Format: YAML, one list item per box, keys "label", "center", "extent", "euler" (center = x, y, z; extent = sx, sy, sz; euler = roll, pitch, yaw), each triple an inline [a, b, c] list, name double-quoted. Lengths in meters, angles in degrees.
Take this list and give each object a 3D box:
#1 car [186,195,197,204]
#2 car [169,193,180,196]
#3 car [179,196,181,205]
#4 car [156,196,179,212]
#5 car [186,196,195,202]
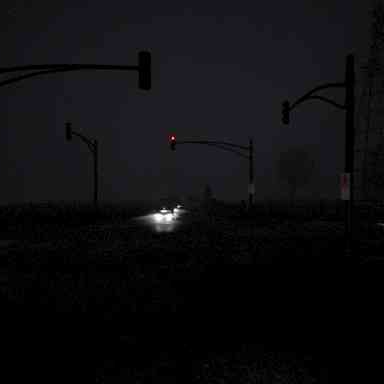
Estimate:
- label: "car"
  center: [-0.170, 1.348, 65.597]
  extent: [2.097, 1.767, 4.553]
  euler: [0, 0, -1]
- label: "car"
  center: [-3.067, 1.216, 57.806]
  extent: [2.150, 2.045, 5.566]
  euler: [0, 0, 0]
- label: "car"
  center: [-3.019, 1.595, 47.454]
  extent: [1.895, 1.301, 4.718]
  euler: [0, 0, 0]
- label: "car"
  center: [-2.966, 1.485, 37.639]
  extent: [2.128, 1.511, 4.902]
  euler: [0, 0, -1]
- label: "car"
  center: [-0.341, 1.595, 78.353]
  extent: [1.895, 1.301, 4.718]
  euler: [0, 0, 0]
